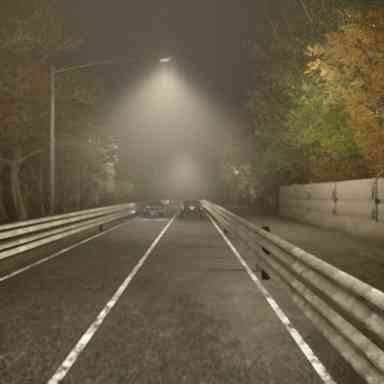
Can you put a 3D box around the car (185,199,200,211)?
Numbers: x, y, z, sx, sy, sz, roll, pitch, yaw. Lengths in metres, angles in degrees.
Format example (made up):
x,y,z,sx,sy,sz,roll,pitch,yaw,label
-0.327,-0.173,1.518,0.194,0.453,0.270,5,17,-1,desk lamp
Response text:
x,y,z,sx,sy,sz,roll,pitch,yaw,label
0.057,1.697,44.368,1.837,1.490,4.892,0,-1,0,car

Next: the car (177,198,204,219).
x,y,z,sx,sy,sz,roll,pitch,yaw,label
0.018,1.403,29.961,2.097,1.767,4.553,0,0,0,car

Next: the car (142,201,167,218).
x,y,z,sx,sy,sz,roll,pitch,yaw,label
-3.347,1.581,30.564,1.812,1.442,4.674,0,0,0,car

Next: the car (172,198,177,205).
x,y,z,sx,sy,sz,roll,pitch,yaw,label
-3.250,1.997,71.790,2.097,1.767,4.553,0,-1,0,car
